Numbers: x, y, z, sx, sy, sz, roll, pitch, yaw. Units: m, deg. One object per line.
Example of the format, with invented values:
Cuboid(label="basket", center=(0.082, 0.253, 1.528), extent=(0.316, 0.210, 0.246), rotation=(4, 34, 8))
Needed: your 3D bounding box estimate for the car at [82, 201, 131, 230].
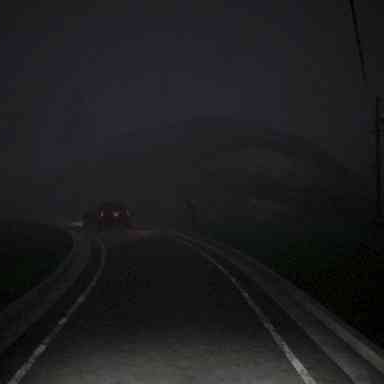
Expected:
Cuboid(label="car", center=(-5.630, 1.387, 21.491), extent=(2.097, 1.767, 4.553), rotation=(-1, 0, -32))

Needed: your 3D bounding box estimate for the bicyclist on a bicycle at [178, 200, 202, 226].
Cuboid(label="bicyclist on a bicycle", center=(-0.135, 1.294, 20.378), extent=(1.656, 1.620, 0.582), rotation=(-1, 0, -27))
